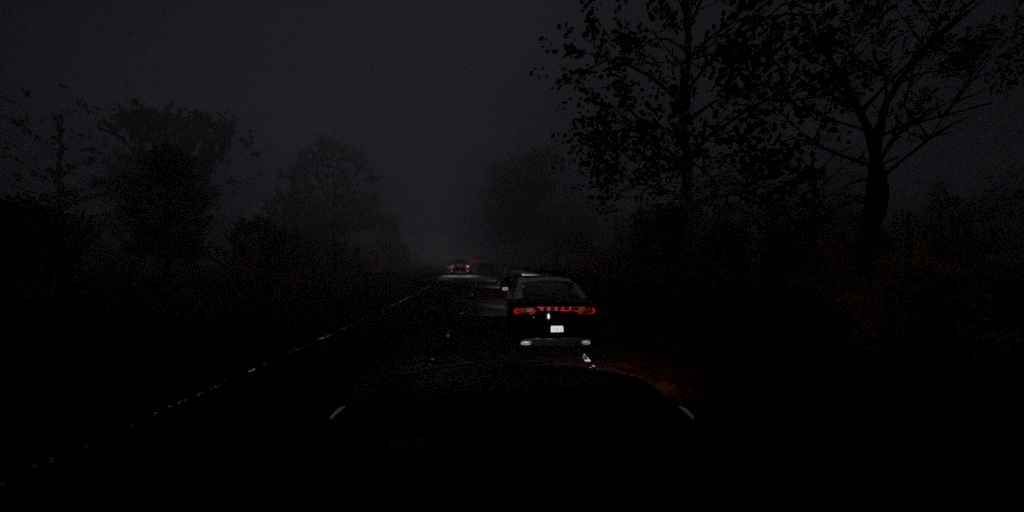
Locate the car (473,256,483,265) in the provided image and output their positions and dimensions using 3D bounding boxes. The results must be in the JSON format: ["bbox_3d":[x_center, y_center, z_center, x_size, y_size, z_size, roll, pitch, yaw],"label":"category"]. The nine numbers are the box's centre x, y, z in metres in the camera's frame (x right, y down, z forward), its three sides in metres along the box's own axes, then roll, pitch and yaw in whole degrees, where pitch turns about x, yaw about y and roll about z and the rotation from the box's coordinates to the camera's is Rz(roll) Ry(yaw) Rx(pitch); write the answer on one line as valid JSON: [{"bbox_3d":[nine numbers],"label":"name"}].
[{"bbox_3d":[-5.994,0.965,60.674,2.150,2.045,5.566,0,0,-12],"label":"car"}]

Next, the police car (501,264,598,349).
[{"bbox_3d":[0.774,1.175,9.352,1.930,1.638,5.238,0,0,-2],"label":"police car"}]

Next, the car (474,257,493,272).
[{"bbox_3d":[-3.581,1.223,47.117,1.882,1.535,5.008,0,0,-9],"label":"car"}]

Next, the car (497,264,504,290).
[{"bbox_3d":[0.312,1.275,19.311,1.812,1.442,4.674,0,0,-4],"label":"car"}]

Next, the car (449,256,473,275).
[{"bbox_3d":[-5.683,1.100,39.185,2.097,1.767,4.553,0,0,-8],"label":"car"}]
